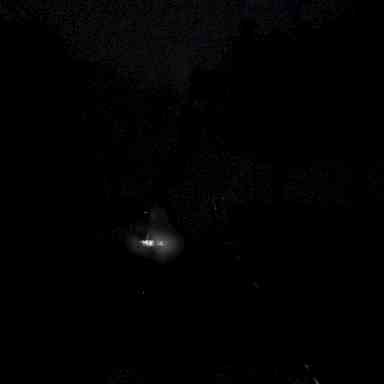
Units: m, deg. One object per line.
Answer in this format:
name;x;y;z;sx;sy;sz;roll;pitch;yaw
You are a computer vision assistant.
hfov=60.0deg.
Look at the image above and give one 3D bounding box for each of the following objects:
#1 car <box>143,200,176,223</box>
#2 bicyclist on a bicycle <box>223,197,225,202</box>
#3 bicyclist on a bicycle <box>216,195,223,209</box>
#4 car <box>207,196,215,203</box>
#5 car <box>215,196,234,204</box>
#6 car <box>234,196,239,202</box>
car;-2.344;1.392;24.658;2.128;1.511;4.902;0;0;4
bicyclist on a bicycle;4.337;1.286;47.502;0.866;1.612;1.509;0;0;9
bicyclist on a bicycle;3.047;1.297;38.953;0.582;1.620;1.656;0;0;7
car;4.332;1.486;66.704;1.812;1.442;4.674;0;0;14
car;5.872;1.411;59.502;1.837;1.490;4.892;0;0;13
car;9.363;1.587;74.083;2.033;1.411;5.357;0;-1;16
